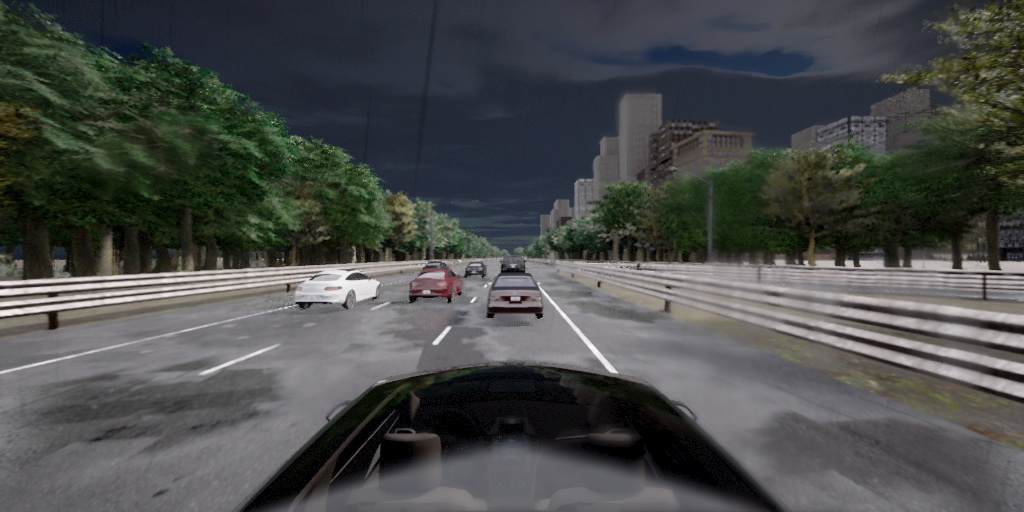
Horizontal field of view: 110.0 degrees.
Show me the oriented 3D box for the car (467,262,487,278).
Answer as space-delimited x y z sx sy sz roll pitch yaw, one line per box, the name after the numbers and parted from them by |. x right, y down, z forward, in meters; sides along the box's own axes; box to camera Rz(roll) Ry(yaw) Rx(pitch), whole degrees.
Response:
-3.405 1.277 34.376 1.812 1.442 4.674 0 0 0 | car

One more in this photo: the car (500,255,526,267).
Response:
0.097 0.973 32.521 2.150 2.045 5.566 0 0 0 | car

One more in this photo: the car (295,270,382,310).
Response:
-6.903 1.276 14.668 1.812 1.442 4.674 0 0 0 | car

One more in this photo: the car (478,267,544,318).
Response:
0.098 1.298 13.016 2.033 1.411 5.357 0 0 0 | car

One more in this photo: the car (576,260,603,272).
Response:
10.297 1.325 48.456 1.837 1.490 4.892 -1 0 -24 | car

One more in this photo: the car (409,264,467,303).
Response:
-3.416 1.277 16.581 1.812 1.442 4.674 0 0 0 | car

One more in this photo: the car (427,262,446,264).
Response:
-6.902 1.257 33.149 1.837 1.490 4.892 0 0 0 | car
